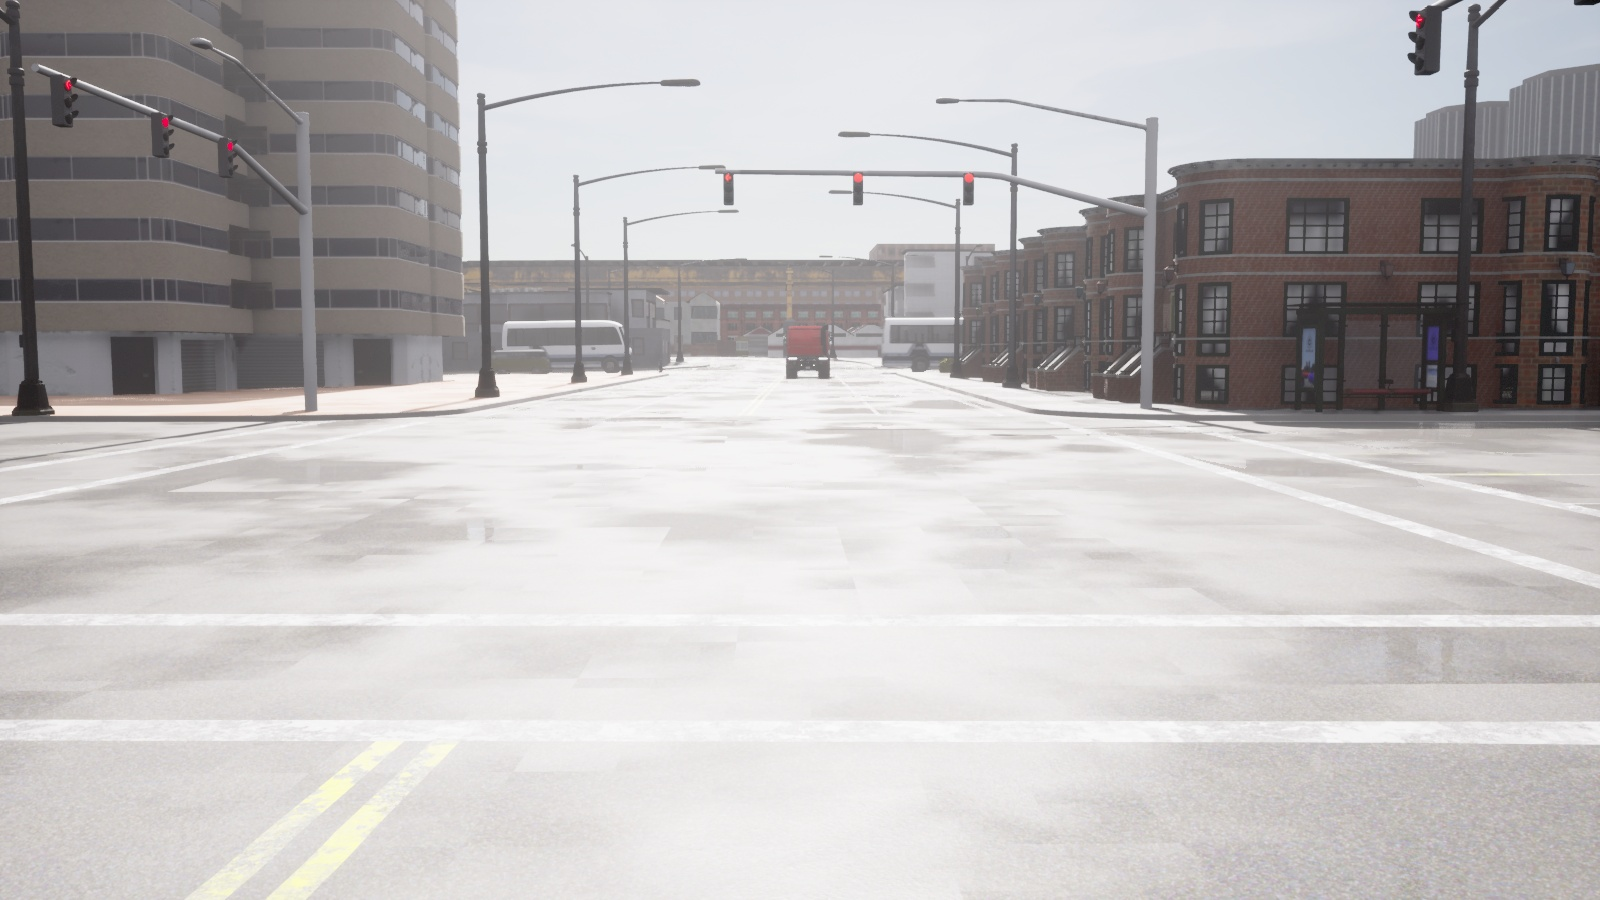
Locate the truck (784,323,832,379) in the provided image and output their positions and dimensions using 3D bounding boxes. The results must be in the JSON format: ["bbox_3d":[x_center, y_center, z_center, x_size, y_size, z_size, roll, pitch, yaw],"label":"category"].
[{"bbox_3d":[0.516,-6.412,81.218,2.891,3.462,7.936,0,5,0],"label":"truck"}]

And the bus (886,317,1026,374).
[{"bbox_3d":[11.916,-8.049,96.890,10.273,4.253,3.944,0,5,1],"label":"bus"}]

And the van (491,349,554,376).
[{"bbox_3d":[-21.352,-6.761,96.710,4.442,1.987,1.775,-1,5,-1],"label":"van"}]
